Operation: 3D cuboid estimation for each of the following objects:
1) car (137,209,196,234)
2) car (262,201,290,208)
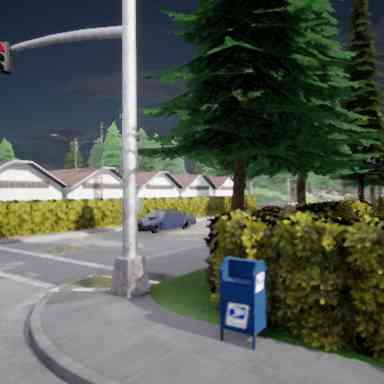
[{"bbox_3d":[-1.849,1.829,21.682,2.033,1.411,5.357,0,0,36],"label":"car"},{"bbox_3d":[9.443,1.759,37.241,1.882,1.535,5.008,0,-1,36],"label":"car"}]
